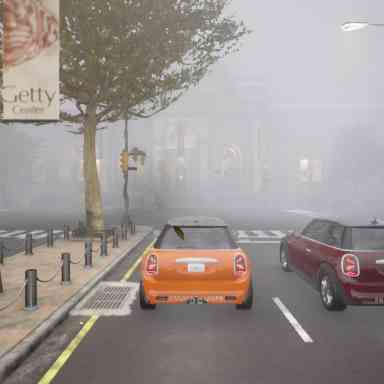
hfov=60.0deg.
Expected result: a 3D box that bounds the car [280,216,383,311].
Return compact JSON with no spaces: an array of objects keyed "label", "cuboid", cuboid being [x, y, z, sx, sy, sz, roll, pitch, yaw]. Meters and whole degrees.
[{"label":"car","cuboid":[3.586,1.352,7.900,2.097,1.767,4.553,0,0,0]}]

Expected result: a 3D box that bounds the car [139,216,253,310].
[{"label":"car","cuboid":[0.086,1.352,7.998,2.097,1.767,4.553,0,0,0]}]
